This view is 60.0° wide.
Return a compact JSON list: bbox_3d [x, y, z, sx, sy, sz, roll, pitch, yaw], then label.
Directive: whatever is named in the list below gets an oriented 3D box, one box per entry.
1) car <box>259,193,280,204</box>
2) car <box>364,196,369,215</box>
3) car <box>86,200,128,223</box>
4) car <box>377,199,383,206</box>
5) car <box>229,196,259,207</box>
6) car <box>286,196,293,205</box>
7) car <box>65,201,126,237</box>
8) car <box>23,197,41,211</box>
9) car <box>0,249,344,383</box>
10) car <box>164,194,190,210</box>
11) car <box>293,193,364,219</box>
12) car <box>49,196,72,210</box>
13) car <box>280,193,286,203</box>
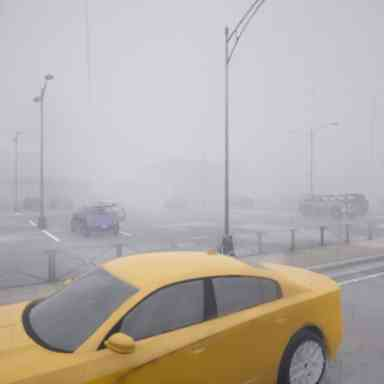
[{"bbox_3d":[12.999,1.342,58.927,1.970,1.475,3.806,0,0,-32],"label":"car"},{"bbox_3d":[13.078,1.073,28.570,1.905,1.878,3.866,0,0,-32],"label":"car"},{"bbox_3d":[-6.423,1.390,24.916,1.970,1.475,3.806,0,0,-32],"label":"car"},{"bbox_3d":[28.658,1.279,46.869,2.007,1.523,4.514,0,0,-32],"label":"car"},{"bbox_3d":[6.520,1.288,45.790,2.007,1.523,4.514,0,0,-32],"label":"car"},{"bbox_3d":[17.490,1.080,51.734,1.932,1.855,4.605,0,0,-32],"label":"car"},{"bbox_3d":[-5.056,1.383,17.037,1.845,1.501,3.633,0,0,-32],"label":"car"},{"bbox_3d":[-18.754,1.343,39.176,2.007,1.523,4.514,0,0,-32],"label":"car"},{"bbox_3d":[-0.456,1.476,3.674,5.008,1.535,1.882,0,0,-32],"label":"car"},{"bbox_3d":[-2.002,1.316,40.571,1.845,1.501,3.633,0,0,-32],"label":"car"},{"bbox_3d":[10.823,1.095,26.691,1.932,1.855,4.605,0,0,-32],"label":"car"},{"bbox_3d":[-16.113,1.332,40.870,2.152,1.636,5.027,0,0,-32],"label":"car"},{"bbox_3d":[16.148,1.056,60.155,1.905,1.878,3.866,0,0,-32],"label":"car"}]
